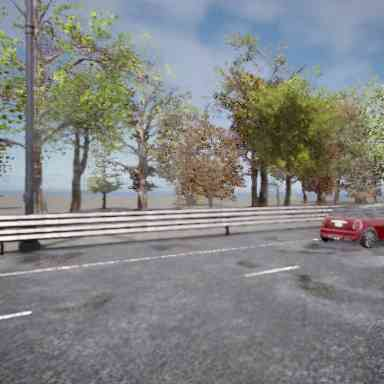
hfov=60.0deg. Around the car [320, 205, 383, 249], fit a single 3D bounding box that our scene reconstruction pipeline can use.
[{"bbox_3d":[7.806,1.350,14.668,4.553,1.767,2.097,0,0,-31],"label":"car"}]
